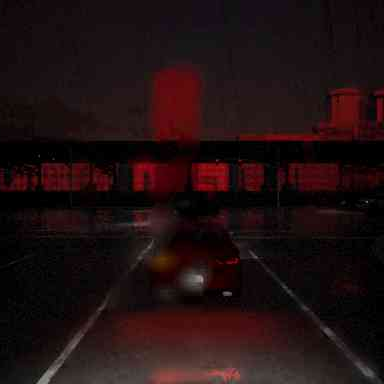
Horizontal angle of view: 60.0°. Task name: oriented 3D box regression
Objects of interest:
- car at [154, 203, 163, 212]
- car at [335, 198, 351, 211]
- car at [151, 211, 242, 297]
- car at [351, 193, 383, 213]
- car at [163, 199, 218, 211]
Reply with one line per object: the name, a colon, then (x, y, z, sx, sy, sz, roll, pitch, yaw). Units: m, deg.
car: (-2.079, 1.523, 39.096, 4.674, 1.442, 1.812, 0, 0, 2)
car: (19.114, 1.264, 38.522, 4.553, 1.767, 2.097, 0, 0, 2)
car: (0.095, 1.478, 8.637, 1.882, 1.535, 5.008, 0, 0, 0)
car: (20.275, 1.121, 34.977, 5.566, 2.045, 2.150, -1, 0, 1)
car: (0.283, 1.476, 27.685, 2.128, 1.511, 4.902, 0, 0, 39)
